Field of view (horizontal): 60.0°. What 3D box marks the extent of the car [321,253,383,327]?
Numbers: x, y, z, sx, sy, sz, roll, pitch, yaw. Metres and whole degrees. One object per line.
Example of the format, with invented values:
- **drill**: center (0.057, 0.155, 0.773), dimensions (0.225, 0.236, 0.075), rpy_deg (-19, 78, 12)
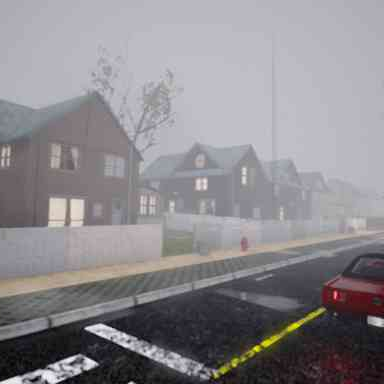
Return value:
- **car**: center (4.539, 1.997, 7.242), dimensions (1.895, 1.301, 4.718), rpy_deg (-2, -4, 40)
